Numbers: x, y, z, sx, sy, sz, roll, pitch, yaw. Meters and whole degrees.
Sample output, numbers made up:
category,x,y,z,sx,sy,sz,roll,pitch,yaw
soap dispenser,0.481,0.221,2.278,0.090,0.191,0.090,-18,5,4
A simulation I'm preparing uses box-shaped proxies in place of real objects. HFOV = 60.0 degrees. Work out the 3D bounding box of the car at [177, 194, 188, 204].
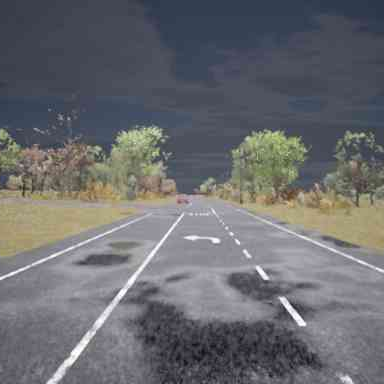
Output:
category,x,y,z,sx,sy,sz,roll,pitch,yaw
car,-1.973,1.484,70.988,2.150,2.045,5.566,0,0,1
